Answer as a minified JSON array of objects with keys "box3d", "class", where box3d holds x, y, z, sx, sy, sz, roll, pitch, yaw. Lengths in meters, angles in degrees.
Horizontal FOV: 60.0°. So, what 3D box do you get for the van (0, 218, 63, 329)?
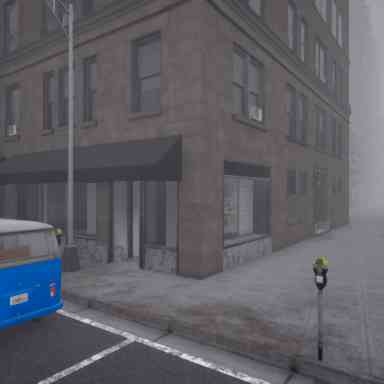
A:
[{"box3d":[-4.055,1.340,5.973,3.998,1.788,1.690,0,0,36],"class":"van"}]
